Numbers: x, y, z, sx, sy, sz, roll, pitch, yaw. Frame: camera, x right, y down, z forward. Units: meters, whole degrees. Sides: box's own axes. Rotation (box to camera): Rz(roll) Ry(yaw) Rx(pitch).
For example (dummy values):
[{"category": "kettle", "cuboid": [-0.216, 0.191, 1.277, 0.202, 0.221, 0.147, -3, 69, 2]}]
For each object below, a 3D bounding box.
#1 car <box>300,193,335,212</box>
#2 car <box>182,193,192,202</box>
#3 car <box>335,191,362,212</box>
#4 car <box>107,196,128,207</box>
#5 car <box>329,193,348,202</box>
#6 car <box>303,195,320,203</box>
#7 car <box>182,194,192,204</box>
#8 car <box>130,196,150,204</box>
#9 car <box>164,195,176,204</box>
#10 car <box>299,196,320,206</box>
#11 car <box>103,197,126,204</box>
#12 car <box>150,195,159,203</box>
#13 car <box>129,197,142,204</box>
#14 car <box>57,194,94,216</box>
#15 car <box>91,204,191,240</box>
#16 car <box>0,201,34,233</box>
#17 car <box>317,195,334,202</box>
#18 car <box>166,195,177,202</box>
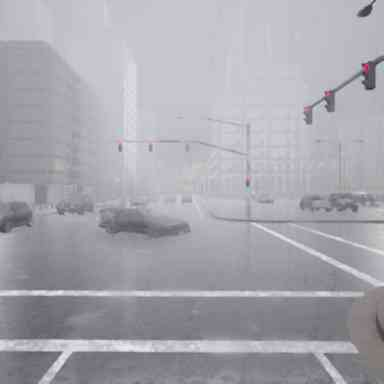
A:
[{"category": "car", "cuboid": [13.195, 1.152, 35.798, 1.932, 1.855, 4.605, 0, 0, 0]}, {"category": "car", "cuboid": [-1.047, 1.179, 74.463, 2.097, 1.767, 4.553, 0, 0, 0]}, {"category": "car", "cuboid": [16.090, 1.155, 35.748, 1.905, 1.878, 3.866, 0, 0, 0]}, {"category": "car", "cuboid": [-11.524, 1.489, 51.936, 2.128, 1.511, 4.902, 0, 0, 0]}, {"category": "car", "cuboid": [30.094, 1.151, 68.387, 1.932, 1.855, 4.605, 0, 0, 0]}, {"category": "car", "cuboid": [24.516, 1.393, 68.330, 1.970, 1.475, 3.806, 0, 0, 0]}, {"category": "car", "cuboid": [-1.003, 1.599, 65.734, 1.895, 1.301, 4.718, 0, 0, 0]}, {"category": "car", "cuboid": [-8.016, 1.563, 50.447, 1.994, 1.385, 4.181, 0, 0, 0]}, {"category": "car", "cuboid": [-4.503, 1.562, 65.637, 1.994, 1.385, 4.181, 0, 0, 0]}, {"category": "car", "cuboid": [18.770, 1.394, 53.219, 1.970, 1.475, 3.806, 0, 0, 0]}, {"category": "car", "cuboid": [-7.939, 1.525, 33.582, 1.812, 1.442, 4.674, 0, 0, 0]}, {"category": "car", "cuboid": [-8.021, 1.348, 68.809, 2.097, 1.767, 4.553, 0, 0, 0]}, {"category": "car", "cuboid": [-11.514, 1.659, 68.080, 1.895, 1.301, 4.718, 0, 0, 0]}, {"category": "car", "cuboid": [-11.446, 1.219, 33.161, 2.150, 2.045, 5.566, 0, 0, 0]}, {"category": "car", "cuboid": [-2.639, 1.547, 17.337, 5.357, 1.411, 2.033, 0, 0, 37]}, {"category": "car", "cuboid": [-11.085, 1.352, 19.415, 2.097, 1.767, 4.553, 0, 0, -3]}, {"category": "car", "cuboid": [27.411, 1.361, 68.333, 1.784, 1.438, 3.905, 0, 0, 0]}, {"category": "car", "cuboid": [-4.547, 1.349, 74.475, 2.128, 1.511, 4.902, 0, 0, 0]}]
